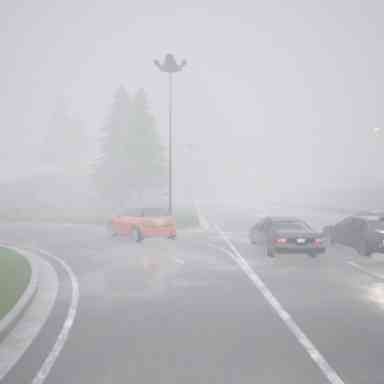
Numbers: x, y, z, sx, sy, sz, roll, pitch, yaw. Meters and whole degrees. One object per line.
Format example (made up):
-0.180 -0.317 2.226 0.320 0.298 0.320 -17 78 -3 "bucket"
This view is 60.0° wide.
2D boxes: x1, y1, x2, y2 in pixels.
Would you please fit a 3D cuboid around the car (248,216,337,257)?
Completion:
3.598 1.675 13.488 2.033 1.411 5.357 0 0 0 "car"

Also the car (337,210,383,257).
7.098 1.675 13.470 2.033 1.411 5.357 0 0 0 "car"

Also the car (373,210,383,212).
10.599 1.746 19.440 1.994 1.385 4.181 0 -1 0 "car"

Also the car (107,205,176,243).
-2.736 1.516 17.360 2.097 1.767 4.553 0 0 -35 "car"
